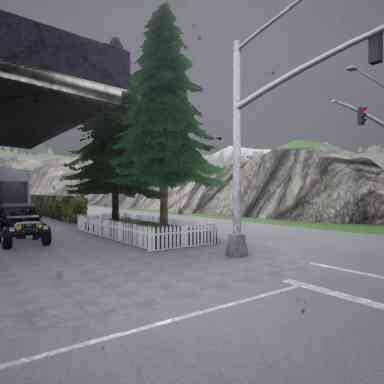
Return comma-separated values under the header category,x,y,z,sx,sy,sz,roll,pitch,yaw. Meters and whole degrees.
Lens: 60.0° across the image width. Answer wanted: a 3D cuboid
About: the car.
category,x,y,z,sx,sy,sz,roll,pitch,yaw
car,-8.074,1.505,15.784,1.905,1.878,3.866,0,0,-37
